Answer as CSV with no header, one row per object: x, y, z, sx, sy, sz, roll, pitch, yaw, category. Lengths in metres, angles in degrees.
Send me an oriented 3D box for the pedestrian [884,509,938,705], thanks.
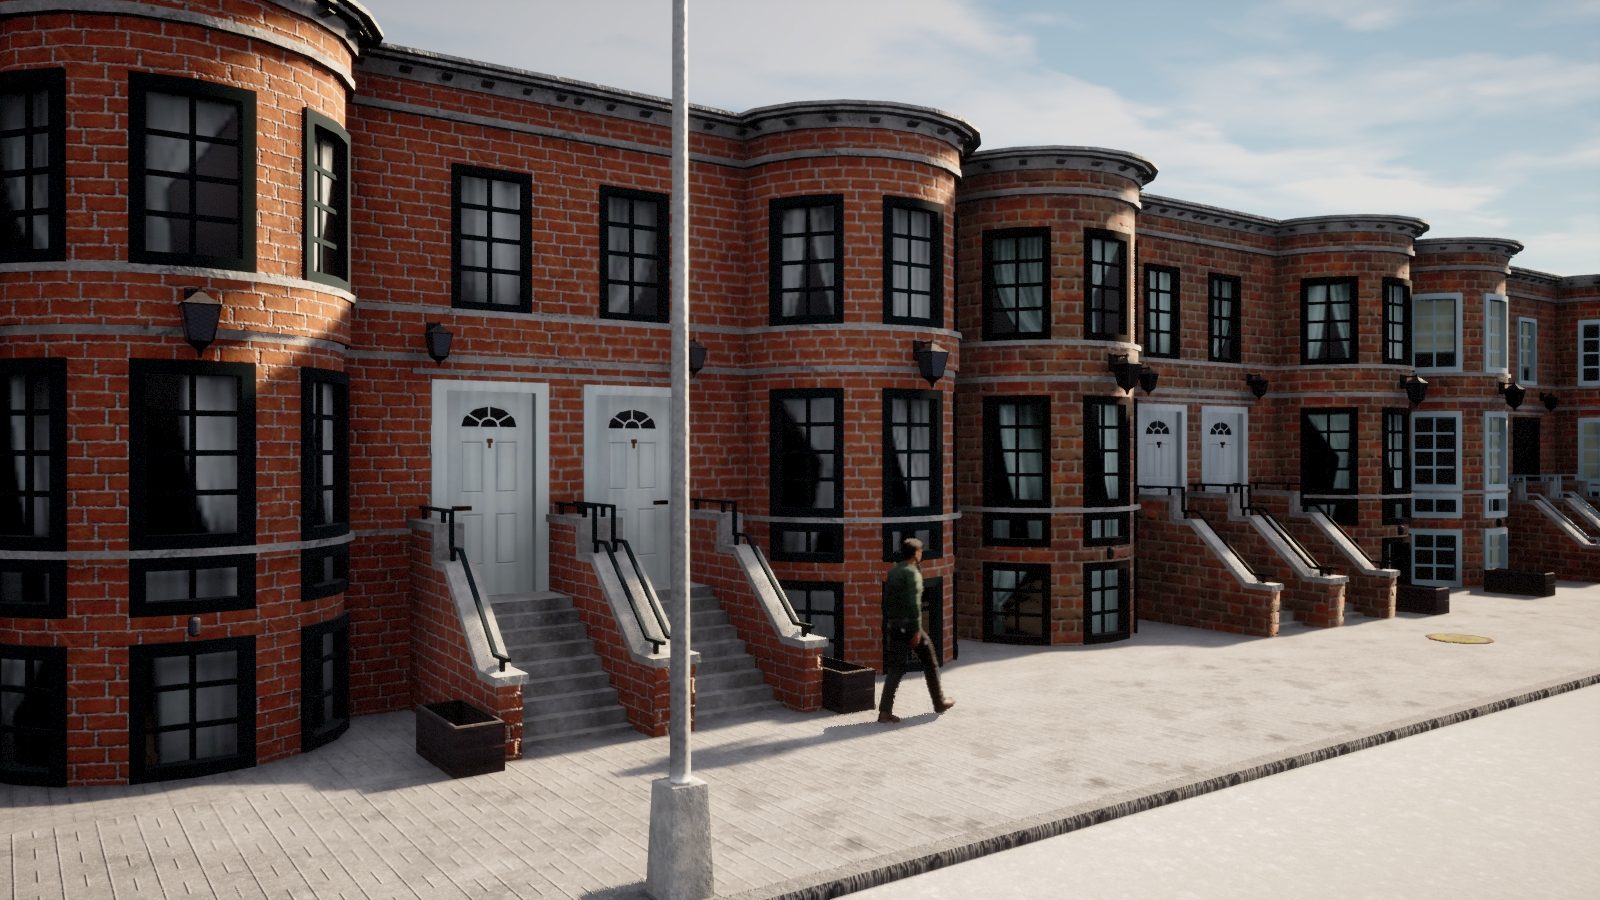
1.090,1.521,11.259,0.375,1.860,0.375,0,0,-35,pedestrian
